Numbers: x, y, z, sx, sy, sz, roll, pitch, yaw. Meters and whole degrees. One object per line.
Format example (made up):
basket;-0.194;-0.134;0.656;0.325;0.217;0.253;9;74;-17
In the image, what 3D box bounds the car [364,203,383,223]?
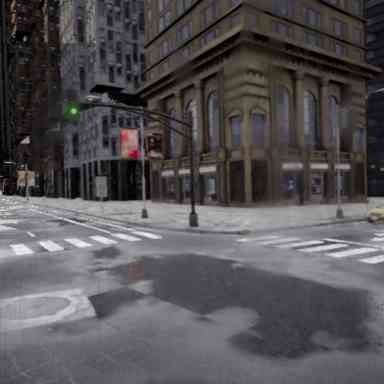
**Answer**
car;12.355;1.124;20.211;4.829;1.417;1.752;-1;0;-33
